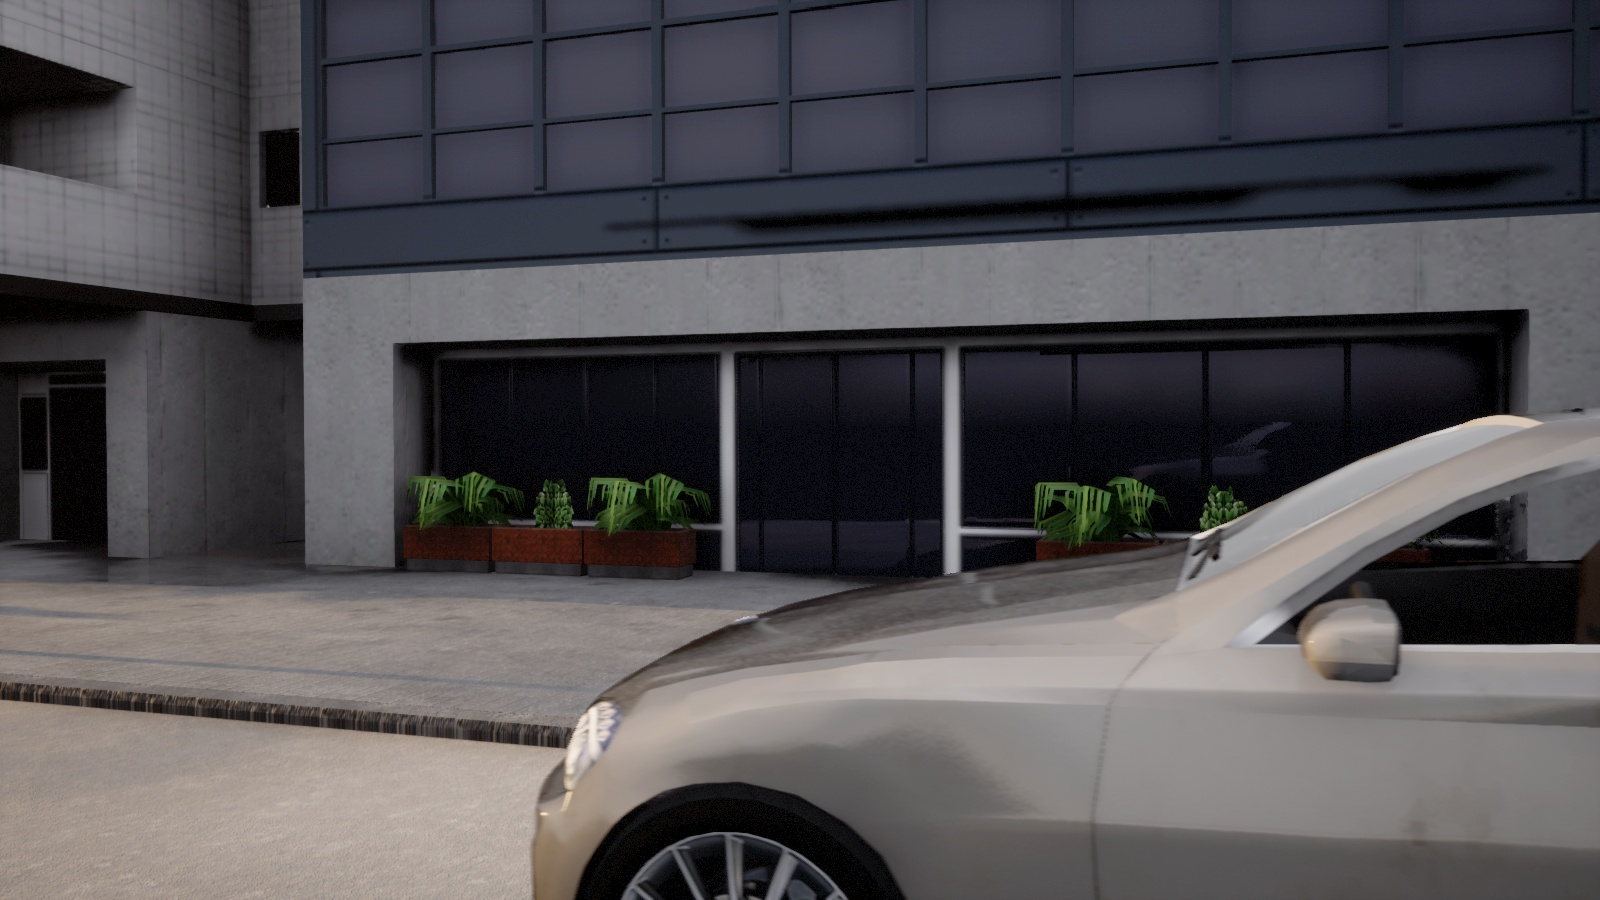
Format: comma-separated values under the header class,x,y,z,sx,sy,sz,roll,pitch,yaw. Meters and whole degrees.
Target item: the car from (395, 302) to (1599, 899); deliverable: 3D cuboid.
class,x,y,z,sx,sy,sz,roll,pitch,yaw
car,1.792,0.562,3.112,5.027,1.651,2.152,1,1,19
